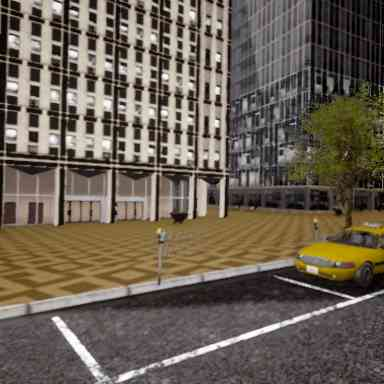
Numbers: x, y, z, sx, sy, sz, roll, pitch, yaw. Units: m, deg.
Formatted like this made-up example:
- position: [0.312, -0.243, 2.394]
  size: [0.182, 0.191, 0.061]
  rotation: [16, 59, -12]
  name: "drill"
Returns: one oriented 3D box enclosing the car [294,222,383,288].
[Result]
- position: [4.917, 1.568, 9.378]
  size: [4.829, 1.417, 1.752]
  rotation: [0, 1, -34]
  name: "car"
